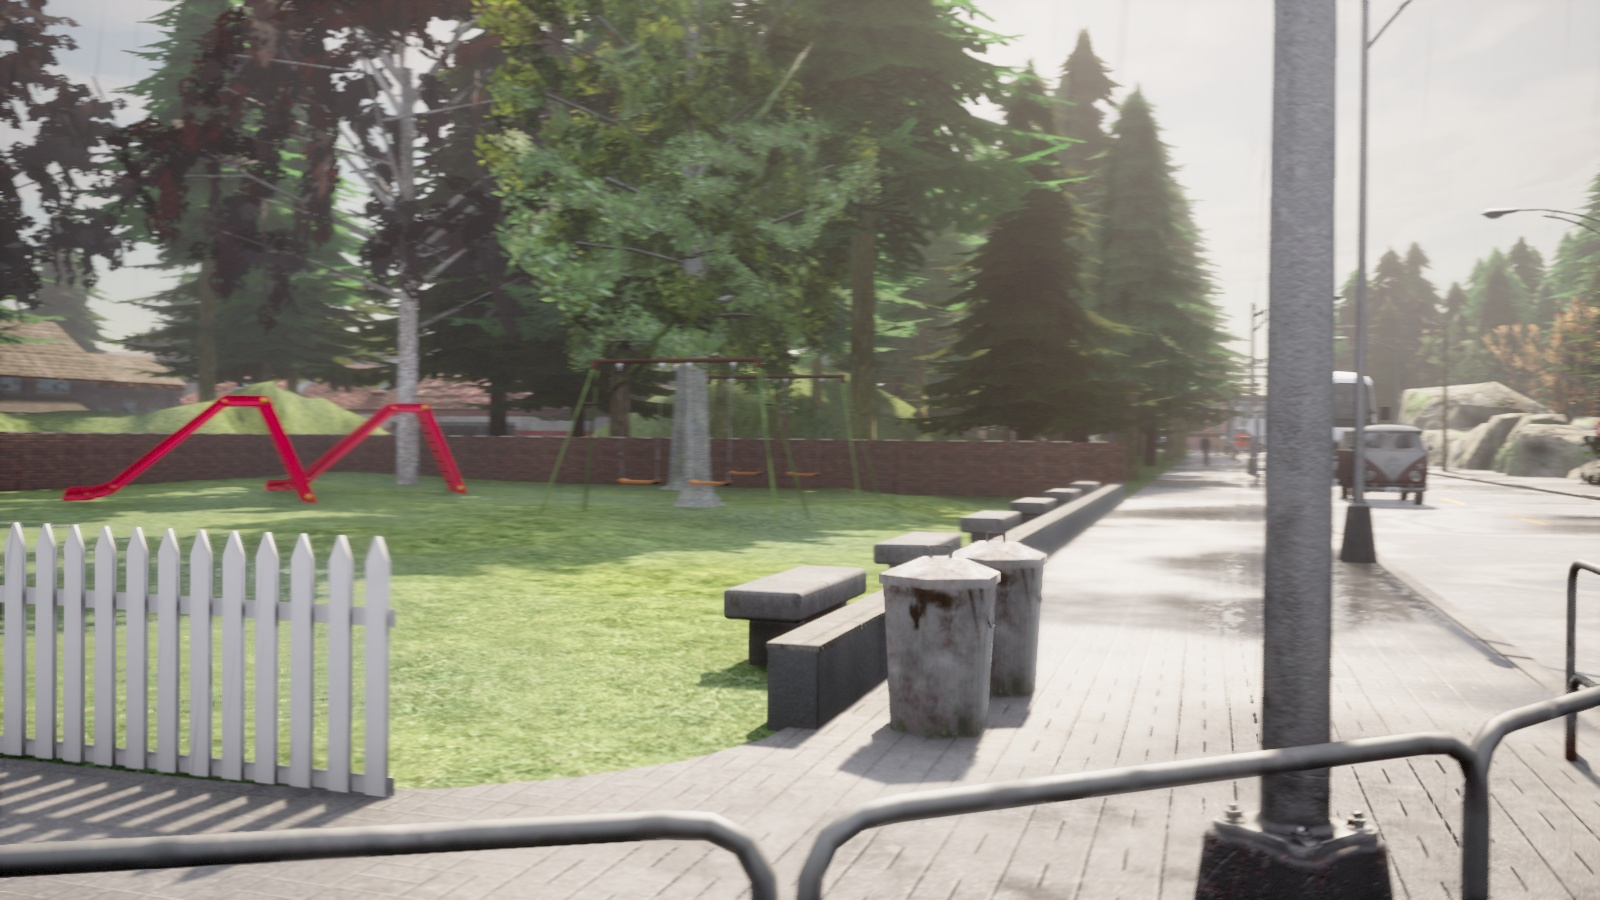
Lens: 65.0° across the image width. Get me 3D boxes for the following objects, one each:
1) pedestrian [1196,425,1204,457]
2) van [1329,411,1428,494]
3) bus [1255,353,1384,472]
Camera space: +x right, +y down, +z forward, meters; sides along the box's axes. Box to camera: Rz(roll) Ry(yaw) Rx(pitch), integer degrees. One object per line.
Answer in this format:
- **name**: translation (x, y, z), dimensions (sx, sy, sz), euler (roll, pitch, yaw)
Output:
- **pedestrian**: translation (23.076, -0.532, 72.432), dimensions (0.402, 1.842, 0.726), euler (-1, 1, 15)
- **van**: translation (14.803, 0.030, 32.340), dimensions (1.775, 1.987, 4.442), euler (-1, 1, 18)
- **bus**: translation (20.606, -1.359, 50.467), dimensions (3.944, 4.253, 10.273), euler (-1, 0, 18)
